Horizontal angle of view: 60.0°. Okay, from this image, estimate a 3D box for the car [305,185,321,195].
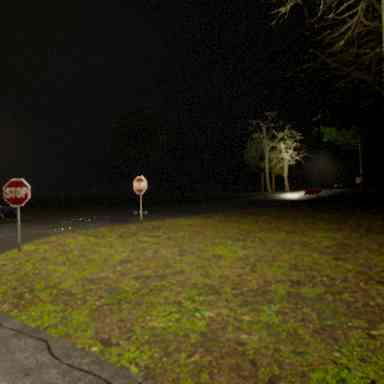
[{"bbox_3d":[20.835,-0.412,57.281,2.097,1.767,4.553,-3,1,30],"label":"car"}]

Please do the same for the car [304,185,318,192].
[{"bbox_3d":[28.221,-0.855,79.035,1.837,1.490,4.892,-2,1,35],"label":"car"}]

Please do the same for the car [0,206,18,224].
[{"bbox_3d":[-13.314,1.321,19.916,2.033,1.411,5.357,-2,0,35],"label":"car"}]
